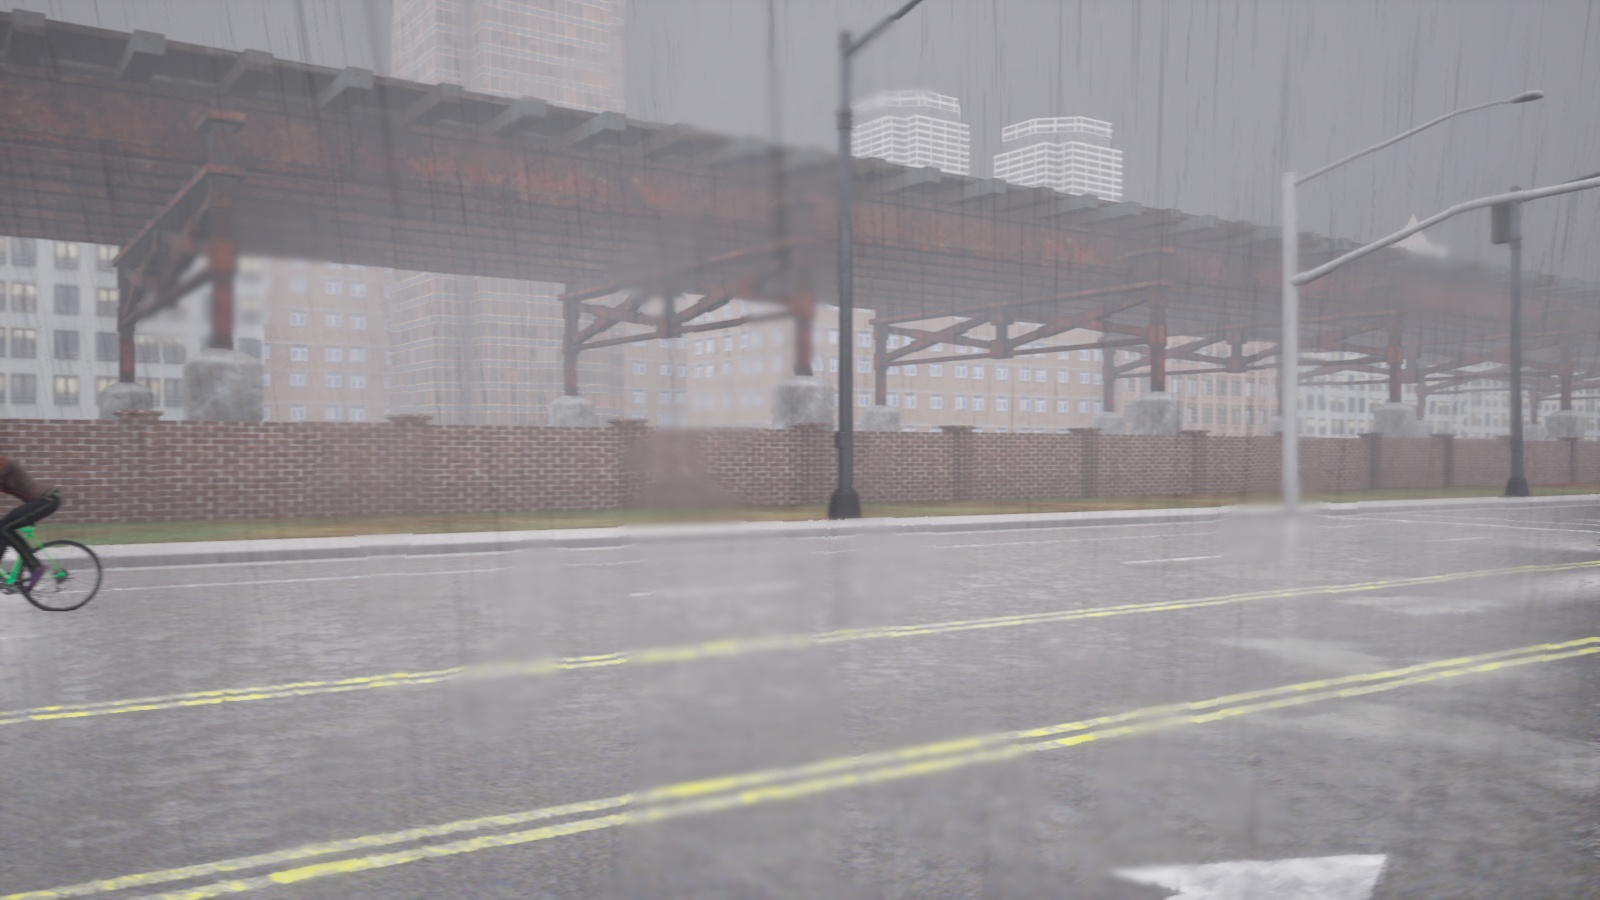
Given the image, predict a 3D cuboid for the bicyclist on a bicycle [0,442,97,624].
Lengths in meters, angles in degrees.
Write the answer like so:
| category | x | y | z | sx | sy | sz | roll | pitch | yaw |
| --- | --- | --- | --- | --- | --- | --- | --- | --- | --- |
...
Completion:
| category | x | y | z | sx | sy | sz | roll | pitch | yaw |
| --- | --- | --- | --- | --- | --- | --- | --- | --- | --- |
| bicyclist on a bicycle | -7.323 | 0.739 | 11.338 | 1.656 | 1.620 | 0.582 | 0 | 0 | -33 |
